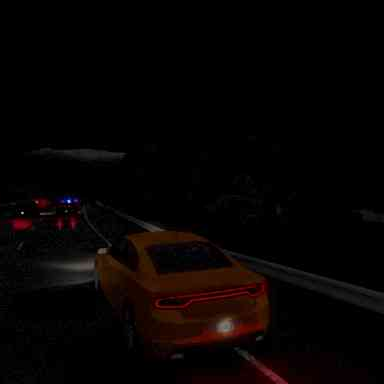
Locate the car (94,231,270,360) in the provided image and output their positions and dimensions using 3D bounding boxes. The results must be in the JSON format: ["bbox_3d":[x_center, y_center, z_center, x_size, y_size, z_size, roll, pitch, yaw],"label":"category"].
[{"bbox_3d":[-0.621,1.478,6.291,1.882,1.535,5.008,0,0,-24],"label":"car"}]

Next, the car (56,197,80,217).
[{"bbox_3d":[-11.831,1.492,31.556,2.128,1.511,4.902,0,0,-19],"label":"car"}]

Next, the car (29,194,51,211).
[{"bbox_3d":[-18.396,1.221,40.079,2.150,2.045,5.566,0,0,-19],"label":"car"}]

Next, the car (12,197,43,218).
[{"bbox_3d":[-15.010,1.505,30.175,1.837,1.490,4.892,0,0,-19],"label":"car"}]

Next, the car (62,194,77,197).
[{"bbox_3d":[-15.227,1.221,41.463,2.150,2.045,5.566,0,0,-18],"label":"car"}]
